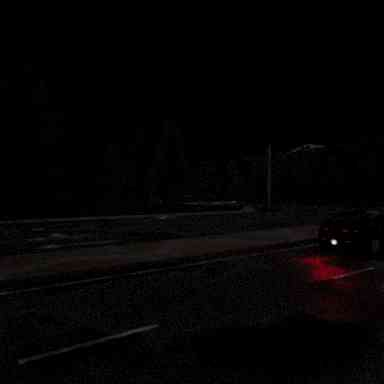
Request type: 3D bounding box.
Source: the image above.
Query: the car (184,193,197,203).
[{"bbox_3d":[-1.233,1.192,69.546,2.150,2.045,5.566,0,0,-35],"label":"car"}]

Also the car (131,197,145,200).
[{"bbox_3d":[-13.100,1.415,80.381,1.895,1.301,4.718,0,0,-35],"label":"car"}]

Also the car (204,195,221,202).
[{"bbox_3d":[4.486,1.486,73.583,1.812,1.442,4.674,0,0,-35],"label":"car"}]

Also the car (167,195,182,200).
[{"bbox_3d":[-4.518,1.365,86.432,1.994,1.385,4.181,0,0,-35],"label":"car"}]

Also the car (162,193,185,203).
[{"bbox_3d":[-4.216,1.513,67.701,2.033,1.411,5.357,0,0,-35],"label":"car"}]

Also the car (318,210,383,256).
[{"bbox_3d":[6.986,1.495,13.096,4.892,1.490,1.837,0,0,-35],"label":"car"}]
